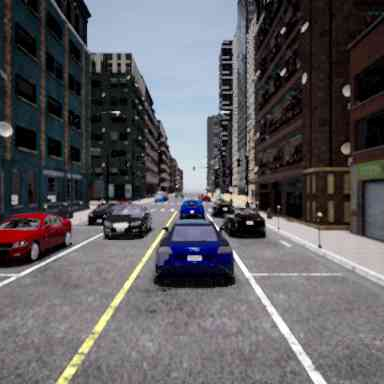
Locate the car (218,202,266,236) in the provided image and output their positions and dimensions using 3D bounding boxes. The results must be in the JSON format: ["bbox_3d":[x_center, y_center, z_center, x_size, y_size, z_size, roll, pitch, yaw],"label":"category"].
[{"bbox_3d":[2.649,1.442,17.337,1.947,1.339,4.313,0,0,0],"label":"car"}]

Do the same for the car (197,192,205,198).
[{"bbox_3d":[2.445,0.860,88.426,1.967,1.590,4.097,0,0,0],"label":"car"}]

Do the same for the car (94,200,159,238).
[{"bbox_3d":[-3.142,1.372,17.028,2.128,1.511,4.902,0,0,0],"label":"car"}]

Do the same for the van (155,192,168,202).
[{"bbox_3d":[-5.855,0.934,60.765,1.690,1.788,3.998,0,0,0],"label":"van"}]

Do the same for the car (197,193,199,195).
[{"bbox_3d":[2.493,0.960,71.844,1.967,1.590,4.097,0,0,0],"label":"car"}]

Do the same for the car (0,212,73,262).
[{"bbox_3d":[-5.716,1.463,11.802,1.887,1.381,4.507,0,0,0],"label":"car"}]

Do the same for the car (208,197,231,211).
[{"bbox_3d":[2.617,1.367,28.384,1.947,1.339,4.313,0,0,0],"label":"car"}]

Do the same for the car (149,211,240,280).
[{"bbox_3d":[0.059,1.495,9.760,1.994,1.385,4.181,0,0,0],"label":"car"}]

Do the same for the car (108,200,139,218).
[{"bbox_3d":[-5.764,1.386,28.372,1.802,1.307,4.206,0,0,0],"label":"car"}]

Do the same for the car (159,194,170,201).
[{"bbox_3d":[-5.888,1.069,71.821,1.887,1.381,4.507,0,0,0],"label":"car"}]

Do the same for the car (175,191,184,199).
[{"bbox_3d":[-3.244,0.664,85.510,2.150,2.045,5.566,0,0,0],"label":"car"}]

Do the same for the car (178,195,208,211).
[{"bbox_3d":[0.015,1.289,26.877,1.882,1.535,5.008,0,0,0],"label":"car"}]

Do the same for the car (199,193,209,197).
[{"bbox_3d":[2.524,1.172,60.789,1.802,1.307,4.206,0,0,0],"label":"car"}]

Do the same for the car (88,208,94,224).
[{"bbox_3d":[-5.748,1.408,22.849,1.947,1.339,4.313,0,0,0],"label":"car"}]
